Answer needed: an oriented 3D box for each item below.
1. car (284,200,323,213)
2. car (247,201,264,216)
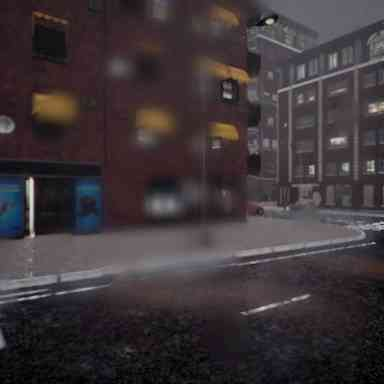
[{"bbox_3d":[12.016,1.533,36.147,2.008,1.369,4.403,1,0,-36],"label":"car"},{"bbox_3d":[4.860,1.511,31.661,1.887,1.381,4.507,1,0,-36],"label":"car"}]
